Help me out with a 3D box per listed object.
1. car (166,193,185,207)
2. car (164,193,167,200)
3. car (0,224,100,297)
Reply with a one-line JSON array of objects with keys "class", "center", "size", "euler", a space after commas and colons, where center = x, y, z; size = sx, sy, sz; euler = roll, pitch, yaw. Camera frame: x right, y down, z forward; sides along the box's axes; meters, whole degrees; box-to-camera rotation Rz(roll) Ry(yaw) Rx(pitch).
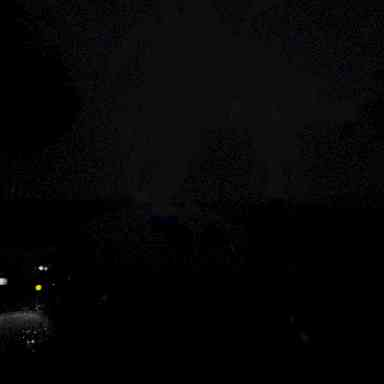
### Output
[{"class": "car", "center": [-1.978, 1.175, 44.145], "size": [2.033, 1.411, 5.357], "euler": [0, 1, -5]}, {"class": "car", "center": [-4.509, 0.907, 65.536], "size": [2.033, 1.411, 5.357], "euler": [0, 1, -8]}, {"class": "car", "center": [-3.717, 1.522, 8.392], "size": [1.994, 1.385, 4.181], "euler": [0, 0, -1]}]
